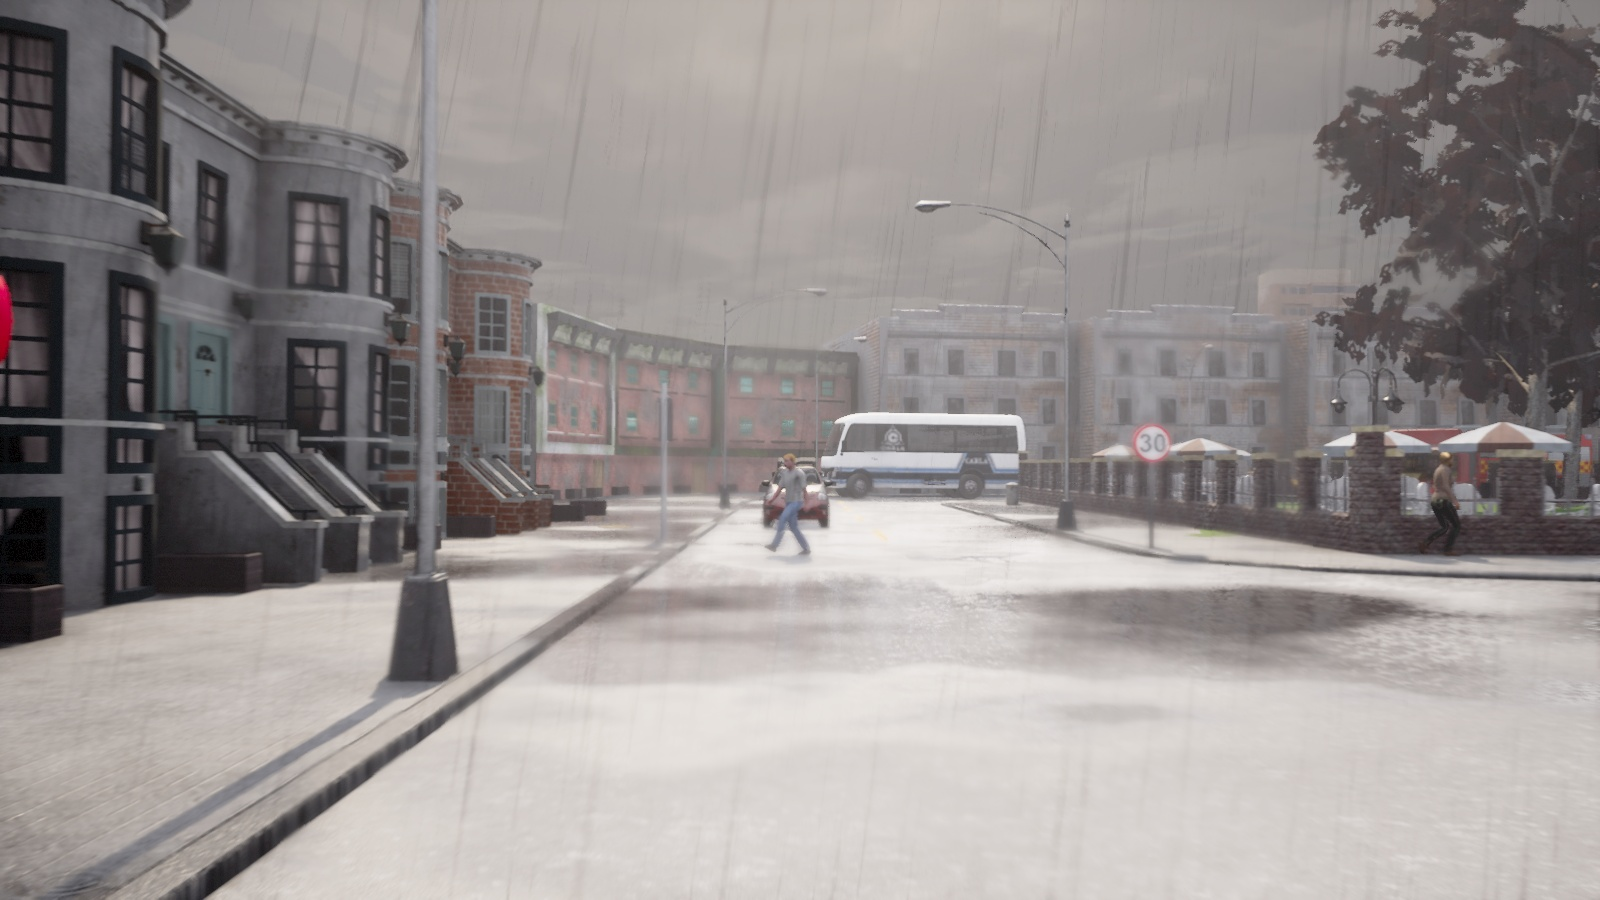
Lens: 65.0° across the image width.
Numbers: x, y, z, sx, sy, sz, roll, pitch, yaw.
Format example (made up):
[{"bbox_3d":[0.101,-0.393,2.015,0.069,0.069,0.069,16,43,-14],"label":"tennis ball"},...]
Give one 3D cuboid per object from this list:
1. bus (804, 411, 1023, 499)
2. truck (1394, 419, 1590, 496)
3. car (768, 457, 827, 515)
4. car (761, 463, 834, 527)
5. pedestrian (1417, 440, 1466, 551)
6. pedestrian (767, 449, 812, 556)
[{"bbox_3d":[5.612,0.266,63.145,10.273,4.253,3.944,0,0,-10],"label":"bus"},{"bbox_3d":[35.607,0.387,64.818,8.468,3.827,2.891,0,-1,0],"label":"truck"},{"bbox_3d":[-0.093,1.186,42.478,1.905,1.878,3.866,0,-1,0],"label":"car"},{"bbox_3d":[-0.065,1.168,33.671,1.851,1.617,3.988,0,-1,0],"label":"car"},{"bbox_3d":[10.763,0.764,21.087,0.634,1.846,0.331,0,-1,2],"label":"pedestrian"},{"bbox_3d":[-0.178,0.902,21.954,0.706,1.836,0.354,0,-1,-34],"label":"pedestrian"}]
